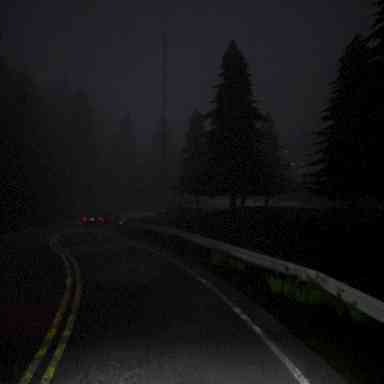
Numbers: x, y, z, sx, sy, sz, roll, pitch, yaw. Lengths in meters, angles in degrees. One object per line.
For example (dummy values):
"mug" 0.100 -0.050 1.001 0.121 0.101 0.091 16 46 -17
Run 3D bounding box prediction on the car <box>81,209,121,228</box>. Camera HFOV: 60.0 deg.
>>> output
"car" -7.257 2.114 27.084 2.033 1.411 5.357 0 -1 2

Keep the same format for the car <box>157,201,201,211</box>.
"car" -1.849 2.089 39.508 2.033 1.411 5.357 3 3 43

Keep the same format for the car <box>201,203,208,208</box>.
"car" -0.065 1.921 46.031 4.718 1.301 1.895 -3 4 -44
